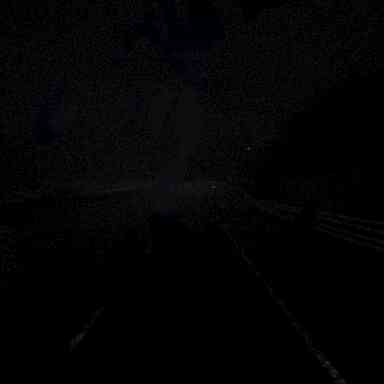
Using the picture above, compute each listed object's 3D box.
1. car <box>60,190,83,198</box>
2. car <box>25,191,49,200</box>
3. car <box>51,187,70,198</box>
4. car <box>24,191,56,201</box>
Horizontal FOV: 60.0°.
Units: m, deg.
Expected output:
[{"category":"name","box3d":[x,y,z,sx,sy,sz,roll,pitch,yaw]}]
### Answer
[{"category":"car","box3d":[-16.595,0.804,47.402,1.994,1.385,4.181,0,2,3]},{"category":"car","box3d":[-26.016,0.606,55.940,1.895,1.301,4.718,0,2,0]},{"category":"car","box3d":[-23.076,0.155,58.274,2.150,2.045,5.566,0,2,3]},{"category":"car","box3d":[-20.245,0.902,43.784,1.994,1.385,4.181,0,1,2]}]
